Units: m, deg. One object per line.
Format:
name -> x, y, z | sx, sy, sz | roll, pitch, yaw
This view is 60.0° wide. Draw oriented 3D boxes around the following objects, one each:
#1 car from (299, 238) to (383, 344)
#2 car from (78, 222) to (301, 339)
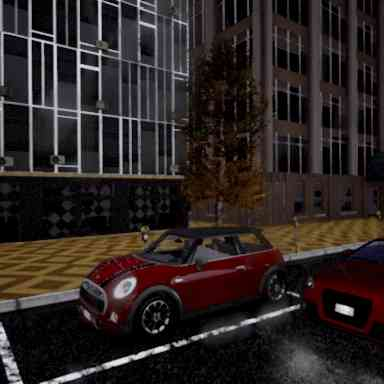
car -> 3.903, 1.576, 6.103 | 4.181, 1.385, 1.994 | 0, 0, -35
car -> -0.056, 1.447, 6.498 | 4.097, 1.590, 1.967 | 0, -1, -35
